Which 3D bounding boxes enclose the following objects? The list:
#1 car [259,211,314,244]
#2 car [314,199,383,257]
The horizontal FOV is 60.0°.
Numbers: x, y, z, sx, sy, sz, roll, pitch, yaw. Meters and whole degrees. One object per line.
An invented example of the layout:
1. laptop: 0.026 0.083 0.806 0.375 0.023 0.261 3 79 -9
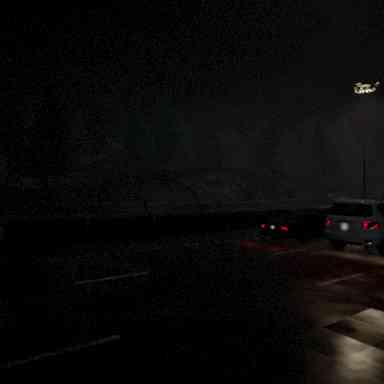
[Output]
1. car: 5.699 1.658 16.453 5.357 1.411 2.033 0 0 -35
2. car: 7.730 1.325 13.603 5.566 2.045 2.150 0 0 -35
